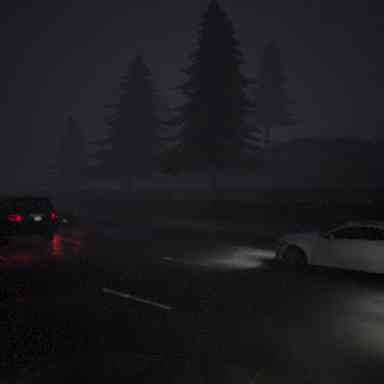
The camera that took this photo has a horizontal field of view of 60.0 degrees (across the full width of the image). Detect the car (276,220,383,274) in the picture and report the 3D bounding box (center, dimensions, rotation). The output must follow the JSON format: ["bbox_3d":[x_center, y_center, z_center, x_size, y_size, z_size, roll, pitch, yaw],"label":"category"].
[{"bbox_3d":[4.711,1.531,9.338,4.674,1.442,1.812,0,0,36],"label":"car"}]

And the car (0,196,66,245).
[{"bbox_3d":[-8.365,1.189,15.567,5.566,2.045,2.150,0,0,42],"label":"car"}]

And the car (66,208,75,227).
[{"bbox_3d":[-9.093,1.487,21.114,4.674,1.442,1.812,0,0,44],"label":"car"}]
